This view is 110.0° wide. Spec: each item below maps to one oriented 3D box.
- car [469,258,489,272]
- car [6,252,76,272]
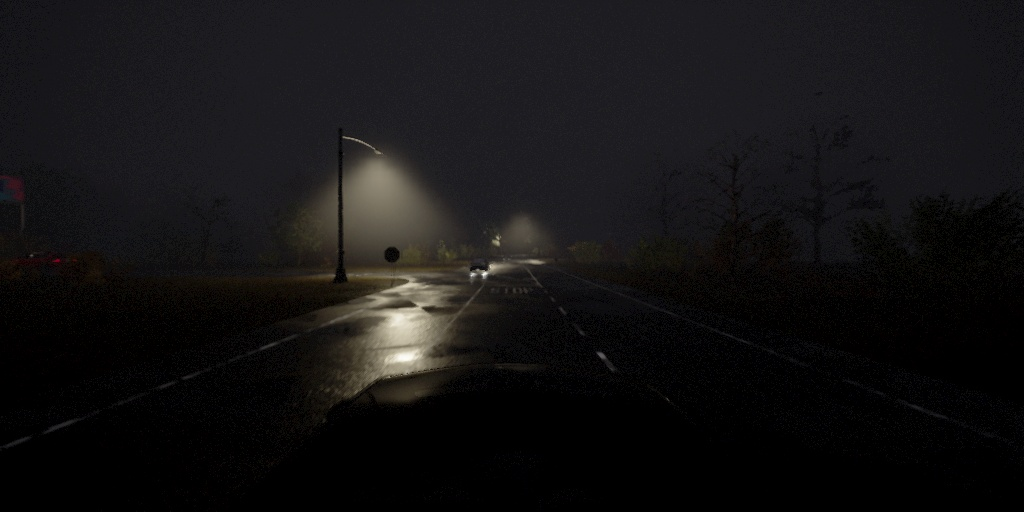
[{"bbox_3d":[-3.434,0.960,38.692,2.033,1.411,5.357,0,1,0],"label":"car"},{"bbox_3d":[-48.624,0.599,37.125,5.566,2.045,2.150,0,0,2],"label":"car"}]
